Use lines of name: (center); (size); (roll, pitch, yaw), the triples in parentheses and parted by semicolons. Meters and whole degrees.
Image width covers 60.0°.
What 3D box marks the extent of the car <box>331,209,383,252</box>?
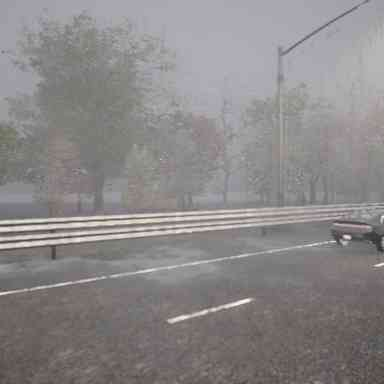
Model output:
car: (7.694, 1.446, 13.664); (4.902, 1.511, 2.128); (0, 0, -36)
